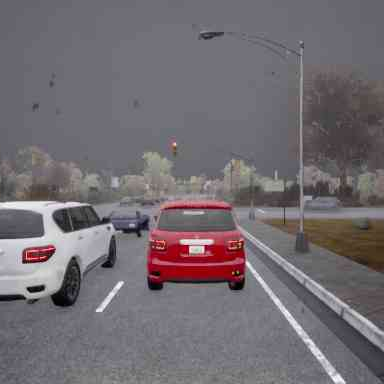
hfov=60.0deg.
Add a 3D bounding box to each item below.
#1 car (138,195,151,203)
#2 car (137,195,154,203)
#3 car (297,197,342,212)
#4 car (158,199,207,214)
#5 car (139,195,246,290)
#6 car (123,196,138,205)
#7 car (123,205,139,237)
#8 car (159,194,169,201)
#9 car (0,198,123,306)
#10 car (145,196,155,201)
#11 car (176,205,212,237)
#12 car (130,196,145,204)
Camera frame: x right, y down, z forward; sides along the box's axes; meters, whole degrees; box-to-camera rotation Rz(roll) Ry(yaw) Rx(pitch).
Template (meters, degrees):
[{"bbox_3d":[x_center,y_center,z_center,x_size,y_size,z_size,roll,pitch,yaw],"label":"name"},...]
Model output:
[{"bbox_3d":[-10.557,1.525,74.511,2.128,1.511,4.902,0,0,0],"label":"car"},{"bbox_3d":[-7.123,1.547,54.533,2.033,1.411,5.357,0,0,0],"label":"car"},{"bbox_3d":[14.095,1.564,37.534,4.181,1.385,1.994,0,0,3],"label":"car"},{"bbox_3d":[-0.947,1.505,35.204,4.892,1.490,1.837,0,-2,-30],"label":"car"},{"bbox_3d":[0.091,1.221,9.194,2.150,2.045,5.566,0,0,0],"label":"car"},{"bbox_3d":[-10.629,1.505,54.926,1.837,1.490,4.892,0,0,0],"label":"car"},{"bbox_3d":[-3.413,1.601,17.901,1.895,1.301,4.718,0,0,0],"label":"car"},{"bbox_3d":[-7.063,1.355,84.192,2.097,1.767,4.553,0,0,0],"label":"car"},{"bbox_3d":[-3.406,1.221,8.133,2.150,2.045,5.566,0,0,0],"label":"car"},{"bbox_3d":[-10.563,1.595,84.557,1.895,1.301,4.718,0,0,0],"label":"car"},{"bbox_3d":[0.086,1.526,18.888,1.812,1.442,4.674,0,0,0],"label":"car"},{"bbox_3d":[-10.589,1.547,64.669,2.033,1.411,5.357,0,0,1],"label":"car"}]
